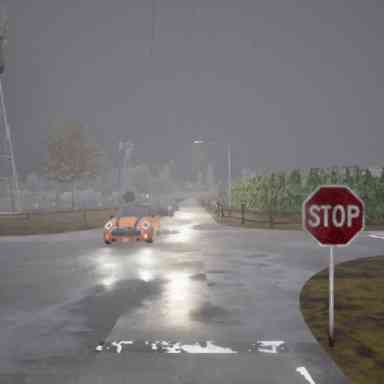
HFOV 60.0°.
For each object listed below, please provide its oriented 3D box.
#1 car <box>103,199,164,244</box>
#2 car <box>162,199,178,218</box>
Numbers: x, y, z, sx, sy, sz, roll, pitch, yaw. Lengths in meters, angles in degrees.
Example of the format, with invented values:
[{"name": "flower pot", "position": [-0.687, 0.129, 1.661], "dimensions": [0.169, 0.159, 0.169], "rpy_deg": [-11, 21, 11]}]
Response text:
[{"name": "car", "position": [-2.759, 1.418, 16.065], "dimensions": [2.097, 1.767, 4.553], "rpy_deg": [-1, 0, 0]}, {"name": "car", "position": [-2.737, 1.476, 31.167], "dimensions": [2.097, 1.767, 4.553], "rpy_deg": [0, -1, 0]}]
